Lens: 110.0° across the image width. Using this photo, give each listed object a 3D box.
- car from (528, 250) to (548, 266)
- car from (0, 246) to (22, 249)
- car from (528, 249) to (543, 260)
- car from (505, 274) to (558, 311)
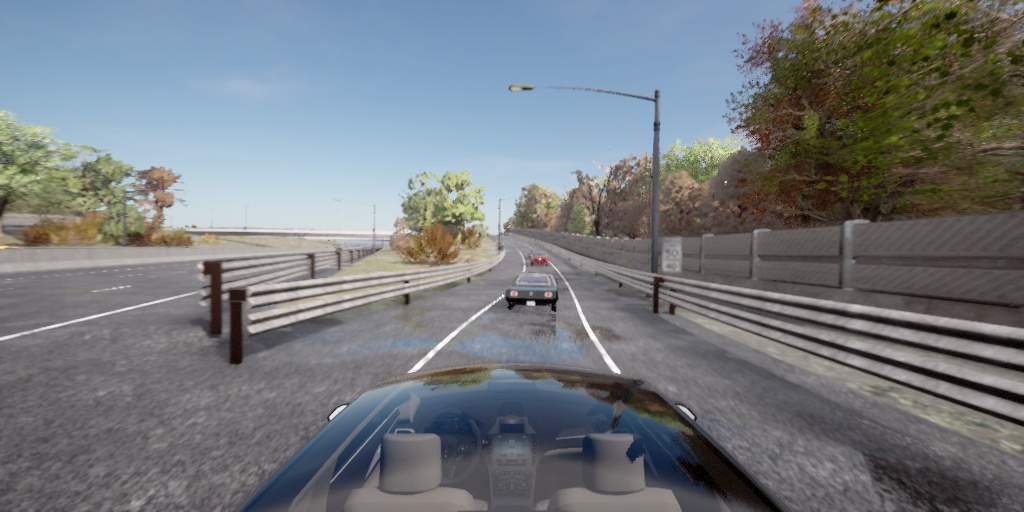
[{"bbox_3d":[3.331,0.258,44.644,2.097,1.767,4.553,1,3,1],"label":"car"},{"bbox_3d":[-41.045,-0.043,28.541,1.882,1.535,5.008,0,1,-19],"label":"car"},{"bbox_3d":[3.506,-0.251,55.283,1.994,1.385,4.181,1,5,0],"label":"car"},{"bbox_3d":[0.939,1.373,14.768,1.895,1.301,4.718,1,0,7],"label":"car"}]
